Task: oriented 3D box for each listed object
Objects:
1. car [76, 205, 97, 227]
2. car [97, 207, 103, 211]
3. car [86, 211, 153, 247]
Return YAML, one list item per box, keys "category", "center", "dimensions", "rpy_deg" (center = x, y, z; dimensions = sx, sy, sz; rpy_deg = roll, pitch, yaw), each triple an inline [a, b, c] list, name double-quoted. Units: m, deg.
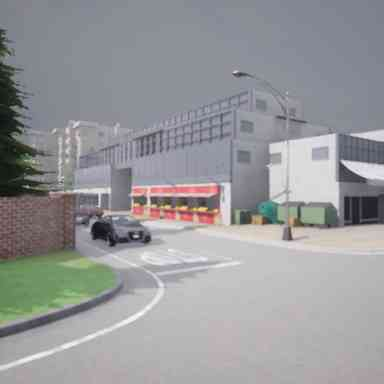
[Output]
- category: "car"
  center: [-9.260, 1.845, 25.366]
  dimensions: [2.128, 1.511, 4.902]
  rpy_deg: [1, -1, -34]
- category: "car"
  center: [-10.696, 2.023, 34.013]
  dimensions: [1.895, 1.301, 4.718]
  rpy_deg: [1, -1, -34]
- category: "car"
  center: [-3.672, 1.871, 16.986]
  dimensions: [1.994, 1.385, 4.181]
  rpy_deg: [1, -1, -34]
